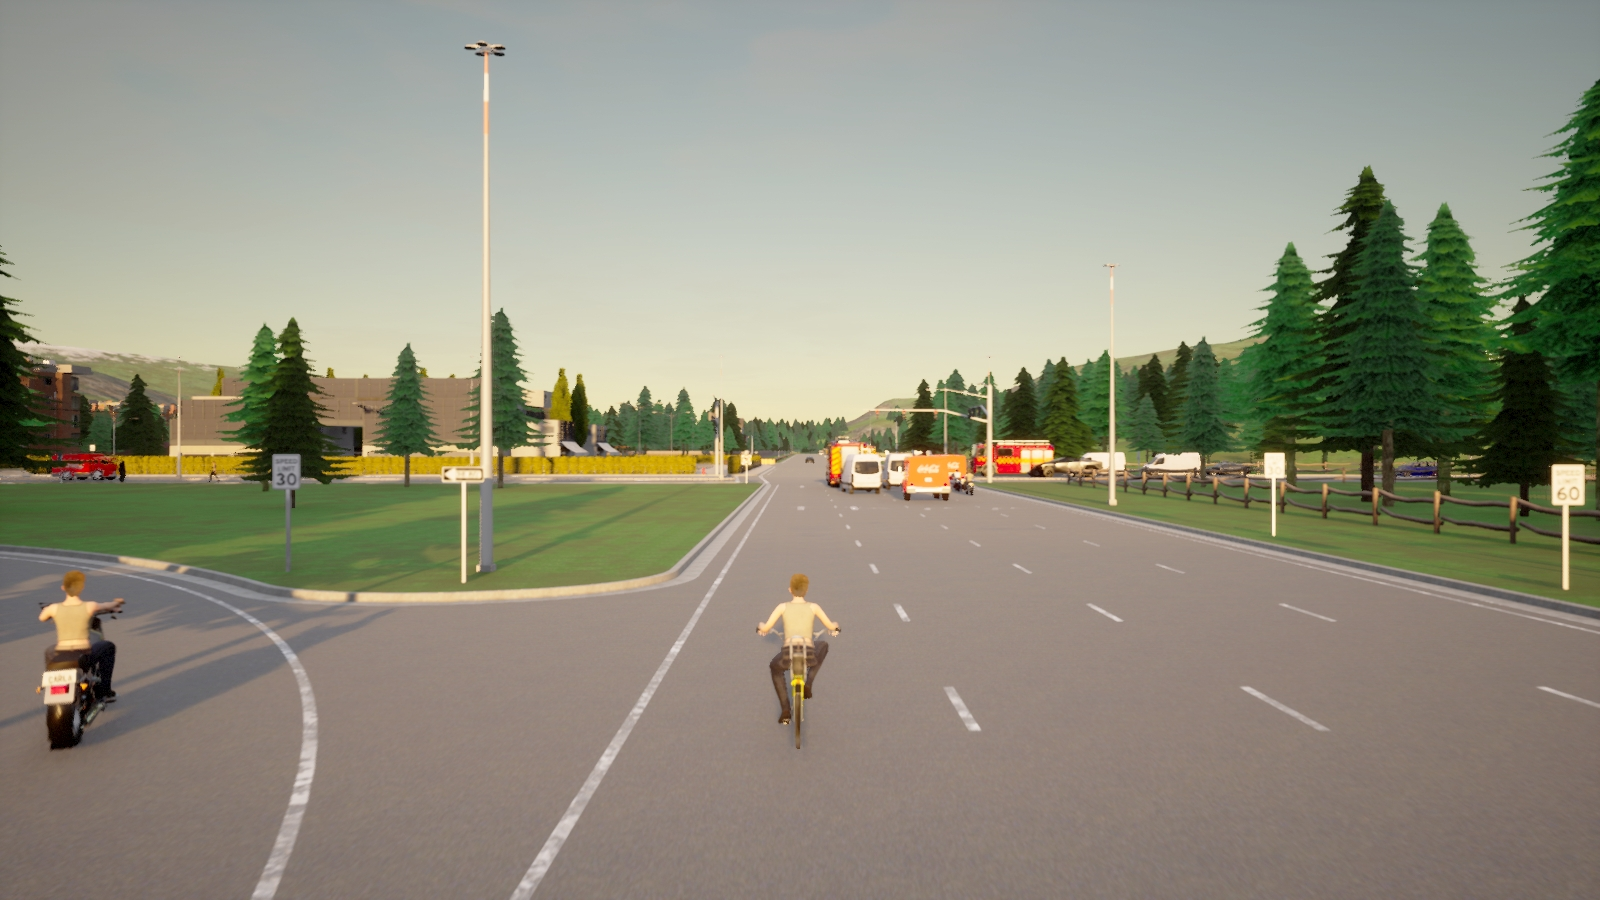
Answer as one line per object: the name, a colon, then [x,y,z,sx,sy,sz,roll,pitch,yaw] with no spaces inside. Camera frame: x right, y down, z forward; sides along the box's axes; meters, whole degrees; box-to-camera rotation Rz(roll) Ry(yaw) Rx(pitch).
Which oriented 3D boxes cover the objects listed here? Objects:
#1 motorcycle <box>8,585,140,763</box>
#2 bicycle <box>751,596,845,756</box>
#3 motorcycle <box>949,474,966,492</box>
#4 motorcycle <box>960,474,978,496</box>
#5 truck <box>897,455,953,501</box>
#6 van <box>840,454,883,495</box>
motorcycle: [-7.220,2.156,11.470,0.764,1.307,2.356,-1,0,-24]
bicycle: [-0.014,2.159,11.173,0.859,1.276,1.487,0,0,0]
motorcycle: [10.505,2.192,76.280,0.803,1.199,2.033,0,0,0]
motorcycle: [10.507,2.160,71.100,0.764,1.307,2.356,0,0,0]
truck: [7.002,1.561,64.681,2.627,2.467,5.204,0,-1,0]
van: [3.936,1.540,74.249,1.988,2.561,5.915,0,0,-5]
